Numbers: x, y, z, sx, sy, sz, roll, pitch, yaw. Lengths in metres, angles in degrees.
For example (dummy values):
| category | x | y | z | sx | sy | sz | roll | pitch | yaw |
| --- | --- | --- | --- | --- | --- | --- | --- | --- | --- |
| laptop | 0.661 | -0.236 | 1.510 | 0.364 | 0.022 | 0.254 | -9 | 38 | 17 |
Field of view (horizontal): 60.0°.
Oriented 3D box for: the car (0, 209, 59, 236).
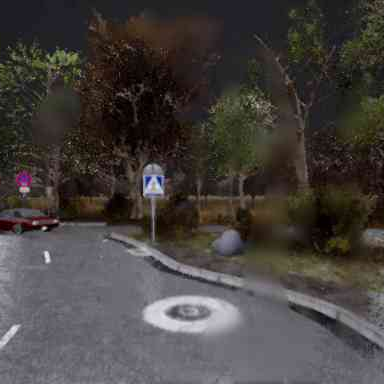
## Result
| category | x | y | z | sx | sy | sz | roll | pitch | yaw |
| --- | --- | --- | --- | --- | --- | --- | --- | --- | --- |
| car | -9.695 | 1.590 | 18.418 | 4.718 | 1.301 | 1.895 | 0 | 0 | 28 |
